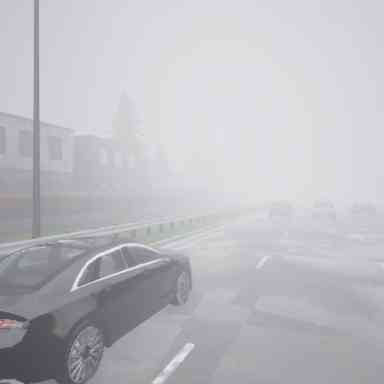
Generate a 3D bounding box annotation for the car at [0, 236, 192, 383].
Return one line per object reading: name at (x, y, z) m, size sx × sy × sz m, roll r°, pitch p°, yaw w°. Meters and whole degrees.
car at (-1.551, 1.490, 5.495) m, size 2.128 × 1.511 × 4.902 m, roll 0°, pitch 0°, yaw 22°

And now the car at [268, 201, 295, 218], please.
car at (8.067, 1.539, 29.872) m, size 2.033 × 1.411 × 5.357 m, roll 0°, pitch 0°, yaw 22°

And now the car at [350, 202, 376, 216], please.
car at (16.673, 1.590, 32.612) m, size 1.895 × 1.301 × 4.718 m, roll 0°, pitch 0°, yaw 22°

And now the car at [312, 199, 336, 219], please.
car at (11.409, 1.592, 28.802) m, size 1.895 × 1.301 × 4.718 m, roll 0°, pitch 0°, yaw 21°
